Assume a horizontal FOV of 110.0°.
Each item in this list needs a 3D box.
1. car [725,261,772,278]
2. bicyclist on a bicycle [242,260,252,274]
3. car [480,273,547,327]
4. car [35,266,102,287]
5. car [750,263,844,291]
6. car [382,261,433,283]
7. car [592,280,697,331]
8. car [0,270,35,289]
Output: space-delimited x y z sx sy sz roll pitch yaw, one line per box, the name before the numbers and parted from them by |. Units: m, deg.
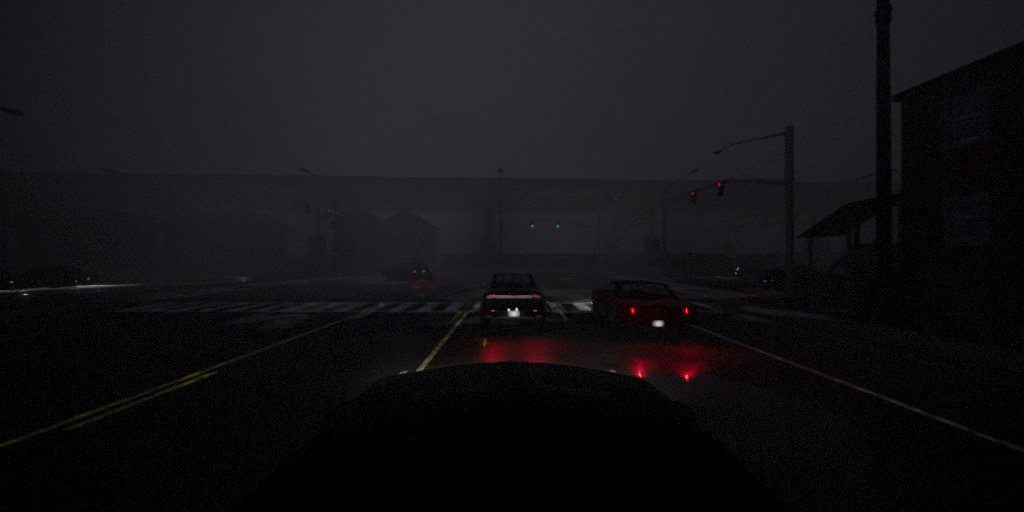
car | 24.163 1.268 36.217 4.553 1.767 2.097 0 0 0
bicyclist on a bicycle | -31.044 1.246 42.020 0.582 1.620 1.656 0 0 0
car | 0.019 1.290 11.670 2.128 1.511 4.902 0 0 -1
car | -32.145 1.429 25.539 4.181 1.385 1.994 0 0 0
car | 17.950 1.339 22.035 4.902 1.511 2.128 0 0 0
car | -8.639 1.236 29.373 4.553 1.767 2.097 0 0 36
car | 3.734 1.396 11.098 1.895 1.301 4.718 0 0 3
car | -33.173 1.353 22.038 4.892 1.490 1.837 0 0 0
